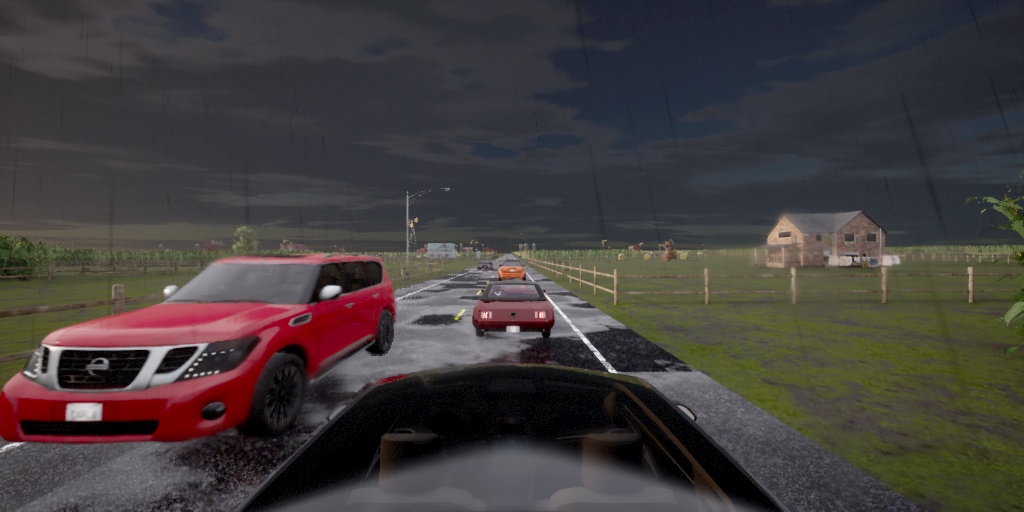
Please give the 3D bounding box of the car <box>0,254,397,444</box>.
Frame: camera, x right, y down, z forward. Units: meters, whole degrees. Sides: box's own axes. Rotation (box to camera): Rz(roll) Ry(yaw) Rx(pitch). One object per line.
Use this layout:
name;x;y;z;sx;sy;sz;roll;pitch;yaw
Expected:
car;-3.611;0.973;5.781;2.150;2.045;5.566;0;0;0

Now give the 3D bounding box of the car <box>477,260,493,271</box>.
car;-3.643;1.272;49.518;1.994;1.385;4.181;0;0;1

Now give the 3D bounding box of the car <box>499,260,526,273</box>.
car;0.017;1.088;29.010;2.097;1.767;4.553;0;0;0

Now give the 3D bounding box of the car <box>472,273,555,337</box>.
car;0.044;1.350;10.241;1.895;1.301;4.718;0;0;0
